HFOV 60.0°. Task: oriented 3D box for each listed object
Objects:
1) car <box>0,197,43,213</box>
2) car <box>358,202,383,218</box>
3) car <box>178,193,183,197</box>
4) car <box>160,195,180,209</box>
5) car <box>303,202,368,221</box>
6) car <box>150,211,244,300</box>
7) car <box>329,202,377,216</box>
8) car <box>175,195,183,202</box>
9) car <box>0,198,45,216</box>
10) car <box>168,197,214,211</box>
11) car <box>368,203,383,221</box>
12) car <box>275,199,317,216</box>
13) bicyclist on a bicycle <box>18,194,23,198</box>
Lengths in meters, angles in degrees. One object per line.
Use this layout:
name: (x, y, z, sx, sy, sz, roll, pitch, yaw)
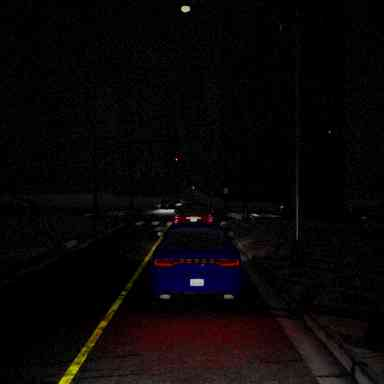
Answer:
car: (-17.999, 1.292, 34.103, 4.674, 1.442, 1.812, 1, 0, 0)
car: (19.896, 1.851, 34.163, 4.674, 1.442, 1.812, 1, 0, 0)
car: (-3.092, 1.491, 64.639, 2.128, 1.511, 4.902, 0, 0, 1)
car: (-3.132, 1.490, 44.285, 2.128, 1.511, 4.902, 0, 0, 0)
car: (12.116, 1.774, 28.307, 4.313, 1.339, 1.947, 1, -1, 0)
car: (0.095, 1.477, 8.461, 1.882, 1.535, 5.008, 0, 0, 0)
car: (17.762, 1.841, 36.835, 4.403, 1.369, 2.008, 1, -1, 0)
car: (-3.061, 1.468, 79.884, 1.837, 1.490, 4.892, 0, 0, 0)
car: (-14.792, 1.366, 28.194, 4.403, 1.369, 2.008, 1, -1, 0)
car: (0.108, 1.351, 17.615, 2.097, 1.767, 4.553, 0, 0, 1)
car: (17.929, 1.823, 28.311, 4.829, 1.417, 1.752, 1, -1, 0)
car: (10.930, 1.538, 34.155, 4.553, 1.767, 2.097, 1, 0, 0)
bicyclist on a bicycle: (-20.523, 1.029, 39.675, 0.582, 1.620, 1.656, 1, 0, 0)
